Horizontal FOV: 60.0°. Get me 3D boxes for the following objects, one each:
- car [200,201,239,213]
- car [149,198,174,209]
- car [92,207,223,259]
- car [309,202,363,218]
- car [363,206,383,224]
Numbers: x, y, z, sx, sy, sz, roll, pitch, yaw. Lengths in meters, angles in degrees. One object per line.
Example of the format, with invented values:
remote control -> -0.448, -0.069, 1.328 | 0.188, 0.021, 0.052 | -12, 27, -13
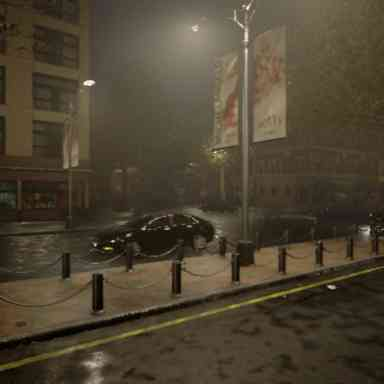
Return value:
car -> 3.212, 1.726, 39.785 | 2.033, 1.411, 5.357 | 0, 0, -37
car -> -4.593, 1.710, 50.192 | 1.837, 1.490, 4.892 | 1, 0, -40
car -> -1.356, 1.555, 12.863 | 4.892, 1.490, 1.837 | 0, 0, -36
car -> 14.185, 1.720, 32.104 | 5.357, 1.411, 2.033 | 0, 0, -2
car -> 15.042, 1.621, 24.613 | 5.008, 1.535, 1.882 | 0, 0, -36
